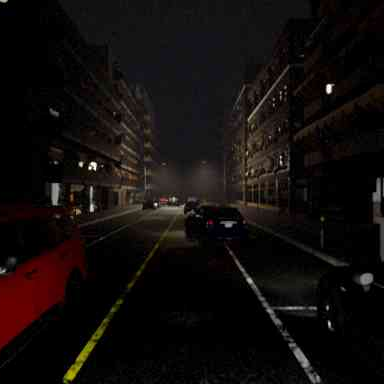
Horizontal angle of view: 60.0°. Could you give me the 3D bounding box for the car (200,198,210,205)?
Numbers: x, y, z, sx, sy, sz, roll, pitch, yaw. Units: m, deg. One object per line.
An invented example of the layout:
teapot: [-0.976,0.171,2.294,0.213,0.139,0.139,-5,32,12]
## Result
car: [2.636,1.923,68.011,1.802,1.307,4.206,0,0,0]

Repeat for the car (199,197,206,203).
car: [2.623,2.006,84.919,1.802,1.307,4.206,0,0,0]

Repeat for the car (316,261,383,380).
car: [3.110,1.372,3.709,2.097,1.767,4.553,0,0,0]

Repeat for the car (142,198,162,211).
car: [-5.726,1.780,45.463,2.008,1.369,4.403,0,0,0]

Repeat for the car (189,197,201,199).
car: [0.049,1.774,56.319,2.128,1.511,4.902,0,0,0]

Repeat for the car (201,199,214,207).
car: [2.646,1.851,56.738,1.947,1.339,4.313,0,0,0]

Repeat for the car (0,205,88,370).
car: [-3.103,1.244,4.358,2.150,2.045,5.566,0,0,0]

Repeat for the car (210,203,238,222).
car: [2.669,1.696,28.557,2.008,1.369,4.403,0,0,0]

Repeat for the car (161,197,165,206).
car: [-5.731,1.808,51.100,2.008,1.369,4.403,0,0,0]

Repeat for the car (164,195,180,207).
car: [-3.091,1.772,55.873,2.128,1.511,4.902,0,0,1]

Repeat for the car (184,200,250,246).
car: [1.040,1.434,16.046,2.097,1.767,4.553,0,0,-14]

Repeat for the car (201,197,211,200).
car: [2.651,1.783,51.272,1.752,1.417,4.829,0,0,0]

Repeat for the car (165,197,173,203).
car: [-5.757,1.949,84.746,1.752,1.417,4.829,0,0,0]
